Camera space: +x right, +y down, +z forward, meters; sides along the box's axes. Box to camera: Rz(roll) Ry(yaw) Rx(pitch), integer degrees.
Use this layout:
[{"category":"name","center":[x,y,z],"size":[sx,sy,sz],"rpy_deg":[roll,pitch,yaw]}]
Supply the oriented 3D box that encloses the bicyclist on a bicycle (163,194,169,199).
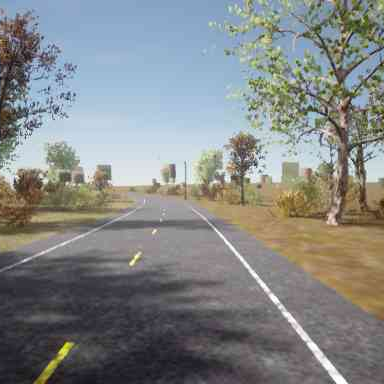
[{"category":"bicyclist on a bicycle","center":[-6.769,1.247,90.344],"size":[0.866,1.612,1.509],"rpy_deg":[2,1,-10]}]
